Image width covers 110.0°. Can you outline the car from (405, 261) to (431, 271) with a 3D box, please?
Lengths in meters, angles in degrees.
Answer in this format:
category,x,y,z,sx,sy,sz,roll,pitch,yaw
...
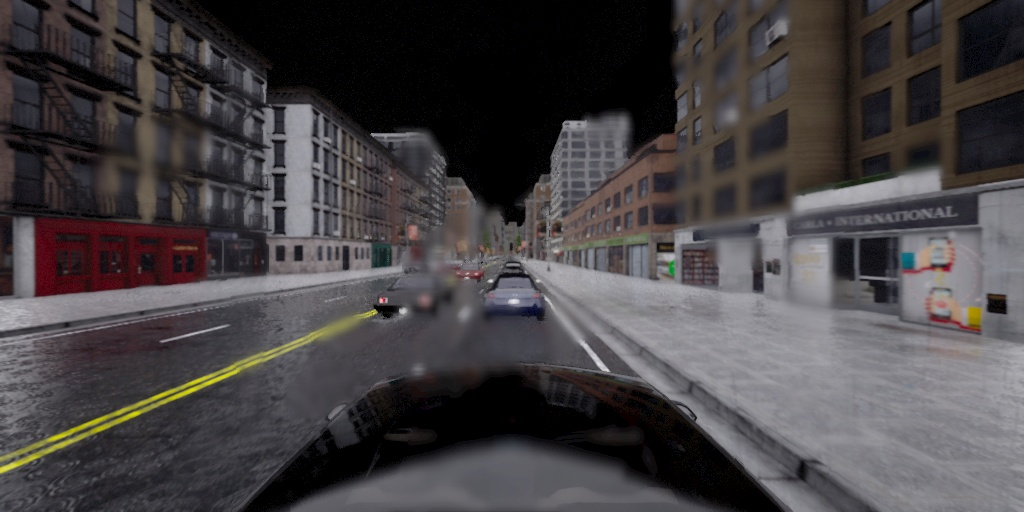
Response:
category,x,y,z,sx,sy,sz,roll,pitch,yaw
car,-9.841,1.268,37.802,1.994,1.385,4.181,0,0,0

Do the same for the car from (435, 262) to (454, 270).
category,x,y,z,sx,sy,sz,roll,pitch,yaw
car,-6.596,1.306,36.795,1.895,1.301,4.718,0,0,0

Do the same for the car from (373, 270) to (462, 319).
category,x,y,z,sx,sy,sz,roll,pitch,yaw
car,-3.159,1.337,12.782,1.895,1.301,4.718,0,0,0

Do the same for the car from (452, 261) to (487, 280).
category,x,y,z,sx,sy,sz,roll,pitch,yaw
car,-3.158,1.318,28.018,1.895,1.301,4.718,0,0,0

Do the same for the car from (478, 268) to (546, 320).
category,x,y,z,sx,sy,sz,roll,pitch,yaw
car,0.088,1.301,12.555,1.994,1.385,4.181,0,0,0

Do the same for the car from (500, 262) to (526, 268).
category,x,y,z,sx,sy,sz,roll,pitch,yaw
car,0.092,1.219,29.670,1.837,1.490,4.892,0,0,0
